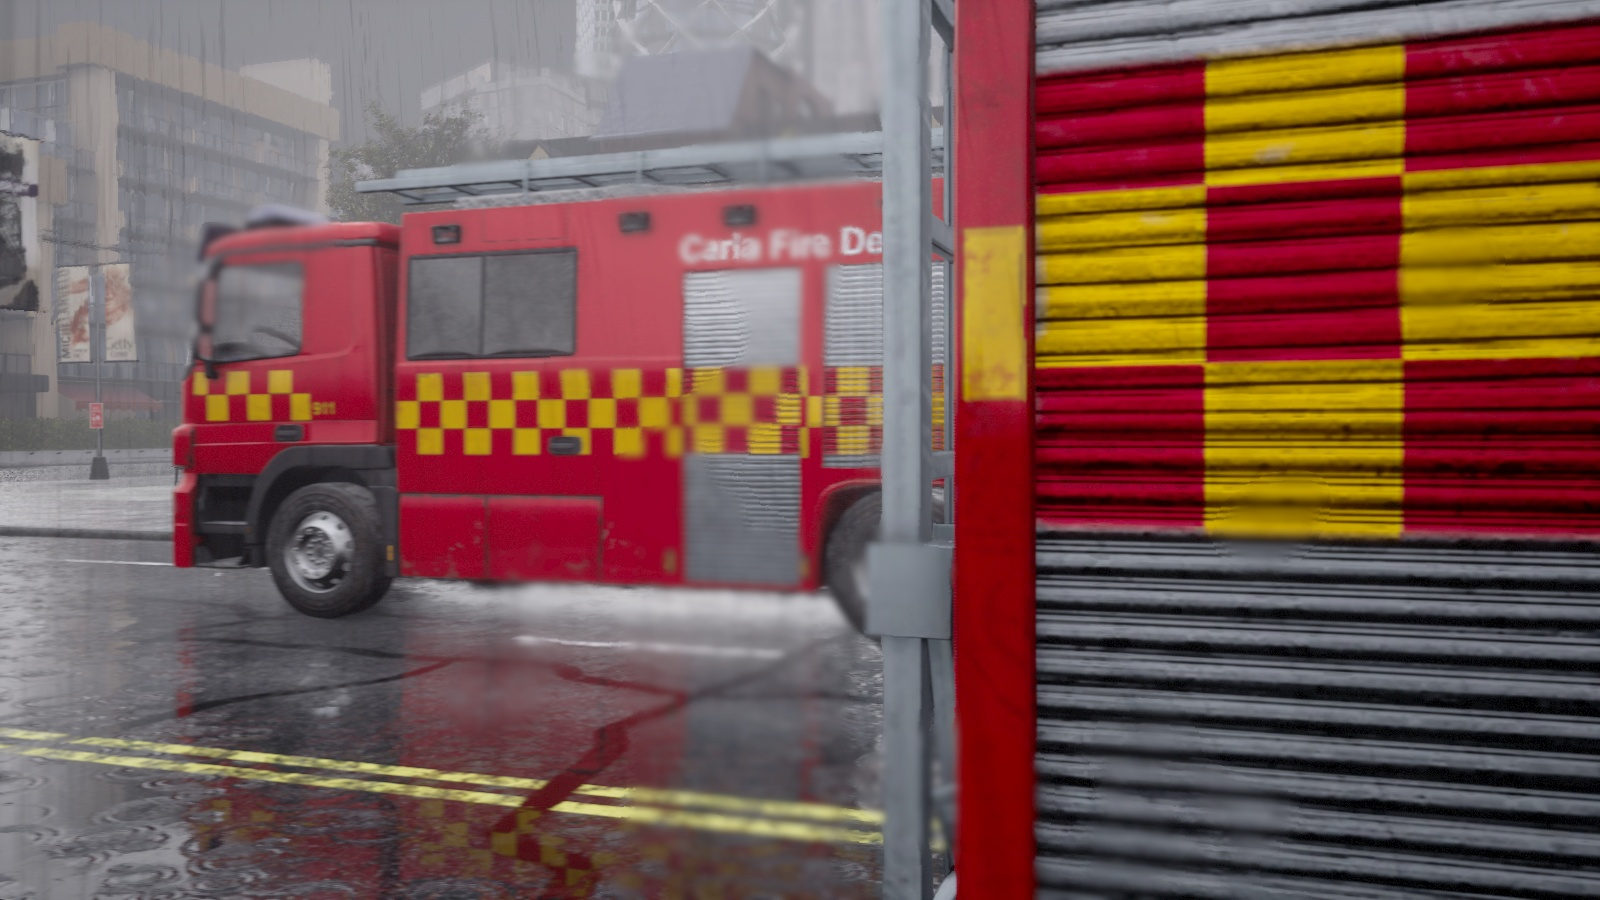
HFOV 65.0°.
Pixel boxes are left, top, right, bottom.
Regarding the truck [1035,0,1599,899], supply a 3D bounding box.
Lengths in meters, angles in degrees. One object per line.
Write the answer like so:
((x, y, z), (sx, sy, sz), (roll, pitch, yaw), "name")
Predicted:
((4.771, -0.345, 1.569), (8.468, 3.827, 2.891), (1, 1, 19), "truck")

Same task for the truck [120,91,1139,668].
((-1.498, -0.521, 11.065), (8.468, 3.827, 2.891), (1, 1, 19), "truck")
